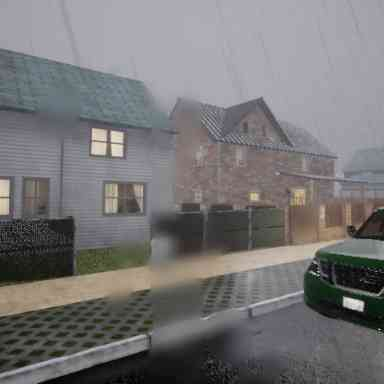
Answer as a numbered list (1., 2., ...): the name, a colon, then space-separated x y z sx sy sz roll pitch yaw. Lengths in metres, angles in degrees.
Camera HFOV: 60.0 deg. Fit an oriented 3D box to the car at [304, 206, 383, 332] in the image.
1. car: 4.517 1.226 6.288 5.566 2.045 2.150 0 0 -35
